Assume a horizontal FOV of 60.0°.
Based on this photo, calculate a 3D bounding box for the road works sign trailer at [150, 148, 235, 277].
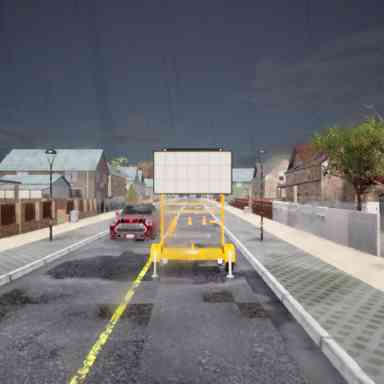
[{"bbox_3d":[0.024,0.471,10.199,2.380,3.560,2.880,0,0,0],"label":"road works sign trailer"}]

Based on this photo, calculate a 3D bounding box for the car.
[{"bbox_3d":[-2.732,1.367,16.985,2.097,1.767,4.553,0,0,0],"label":"car"}]
